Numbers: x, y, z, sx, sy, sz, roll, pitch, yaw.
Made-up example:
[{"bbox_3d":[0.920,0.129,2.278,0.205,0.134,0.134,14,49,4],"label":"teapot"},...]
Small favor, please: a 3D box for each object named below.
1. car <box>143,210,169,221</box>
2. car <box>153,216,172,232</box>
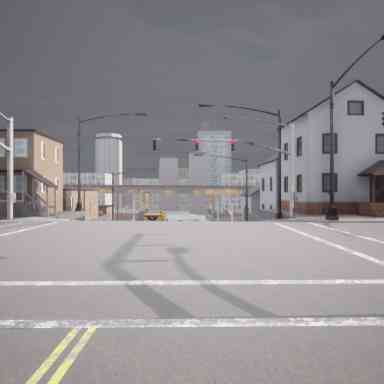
[{"bbox_3d":[-3.673,2.536,33.502,1.882,1.535,5.008,0,-9,1],"label":"car"},{"bbox_3d":[-3.780,4.235,43.725,2.128,1.511,4.902,0,-13,-1],"label":"car"}]
